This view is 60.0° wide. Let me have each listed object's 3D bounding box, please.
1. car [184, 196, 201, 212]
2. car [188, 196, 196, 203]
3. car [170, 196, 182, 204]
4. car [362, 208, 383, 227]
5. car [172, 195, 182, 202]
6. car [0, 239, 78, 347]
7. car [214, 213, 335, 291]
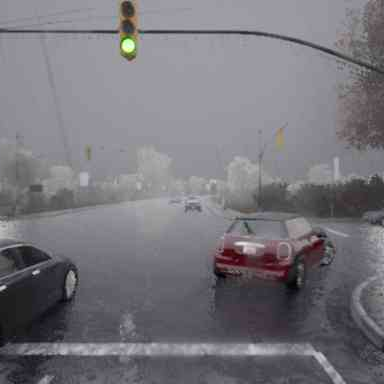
[{"bbox_3d":[0.099,1.584,40.501,1.812,1.442,4.674,0,0,0],"label":"car"},{"bbox_3d":[0.016,1.604,72.230,1.837,1.490,4.892,0,0,0],"label":"car"},{"bbox_3d":[-3.496,1.658,67.550,1.994,1.385,4.181,0,0,0],"label":"car"},{"bbox_3d":[13.987,1.536,22.187,4.892,1.490,1.837,0,0,3],"label":"car"},{"bbox_3d":[-3.456,1.514,77.576,1.994,1.385,4.181,0,0,1],"label":"car"},{"bbox_3d":[-3.401,1.513,5.356,1.837,1.490,4.892,0,0,0],"label":"car"},{"bbox_3d":[2.491,1.365,9.454,2.097,1.767,4.553,0,0,33],"label":"car"}]
